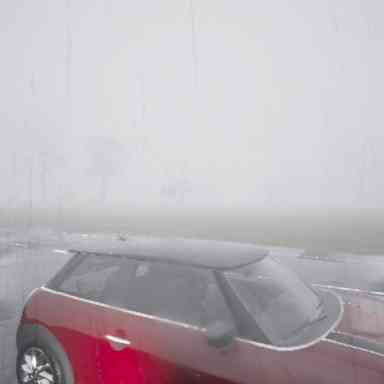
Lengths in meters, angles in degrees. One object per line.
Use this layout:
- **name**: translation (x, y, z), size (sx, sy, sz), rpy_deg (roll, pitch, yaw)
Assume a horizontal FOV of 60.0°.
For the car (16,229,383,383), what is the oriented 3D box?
- **car**: translation (0.311, 1.355, 3.513), size (4.553, 1.767, 2.097), rpy_deg (0, 0, 29)
